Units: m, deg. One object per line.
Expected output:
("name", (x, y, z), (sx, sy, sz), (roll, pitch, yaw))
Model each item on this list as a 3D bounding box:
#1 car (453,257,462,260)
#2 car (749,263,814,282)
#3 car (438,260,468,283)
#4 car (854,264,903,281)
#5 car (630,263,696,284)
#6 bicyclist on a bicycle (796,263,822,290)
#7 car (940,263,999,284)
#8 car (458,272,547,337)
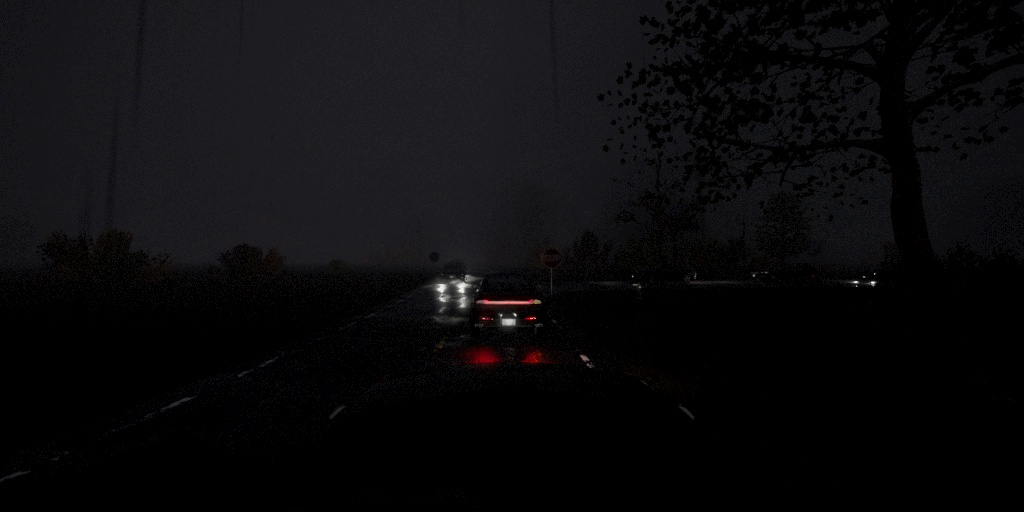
("car", (-6.100, 1.232, 40.799), (2.128, 1.511, 4.902), (0, 0, -8))
("car", (21.580, 1.290, 28.777), (4.902, 1.511, 2.128), (0, 0, -9))
("car", (-4.530, 1.253, 27.685), (1.837, 1.490, 4.892), (0, 0, -6))
("car", (32.080, 1.366, 30.411), (5.357, 1.411, 2.033), (0, 0, -9))
("car", (11.426, 1.284, 27.187), (4.892, 1.490, 1.837), (0, 0, -9))
("bicyclist on a bicycle", (18.043, 1.233, 21.798), (0.582, 1.620, 1.656), (0, 0, -9))
("car", (35.047, 1.293, 27.644), (5.008, 1.535, 1.882), (0, 0, -9))
("car", (-0.135, 1.241, 10.300), (2.128, 1.511, 4.902), (0, 0, -2))
